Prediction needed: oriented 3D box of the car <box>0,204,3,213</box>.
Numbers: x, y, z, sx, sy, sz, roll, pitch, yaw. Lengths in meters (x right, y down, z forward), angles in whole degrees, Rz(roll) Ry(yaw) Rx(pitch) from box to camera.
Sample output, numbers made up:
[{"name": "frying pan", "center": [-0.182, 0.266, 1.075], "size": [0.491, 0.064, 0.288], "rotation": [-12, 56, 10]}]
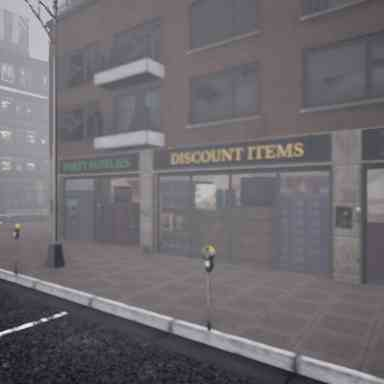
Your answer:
[{"name": "car", "center": [-20.152, 1.462, 30.483], "size": [2.192, 1.841, 5.009], "rotation": [-1, -2, 35]}]
